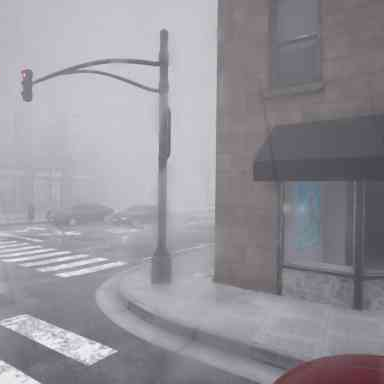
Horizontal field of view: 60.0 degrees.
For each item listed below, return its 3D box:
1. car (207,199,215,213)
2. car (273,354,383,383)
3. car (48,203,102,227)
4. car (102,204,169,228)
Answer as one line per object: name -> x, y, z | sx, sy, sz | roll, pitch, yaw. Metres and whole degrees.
car -> 3.950, 1.457, 39.731 | 2.150, 2.045, 5.566 | 1, 0, 36
car -> 2.382, 1.545, 1.254 | 4.507, 1.381, 1.887 | 0, 1, 35
car -> -7.669, 1.564, 23.440 | 1.837, 1.490, 4.892 | 1, 1, 35
car -> -3.602, 1.636, 23.549 | 1.837, 1.490, 4.892 | 1, 0, 35
